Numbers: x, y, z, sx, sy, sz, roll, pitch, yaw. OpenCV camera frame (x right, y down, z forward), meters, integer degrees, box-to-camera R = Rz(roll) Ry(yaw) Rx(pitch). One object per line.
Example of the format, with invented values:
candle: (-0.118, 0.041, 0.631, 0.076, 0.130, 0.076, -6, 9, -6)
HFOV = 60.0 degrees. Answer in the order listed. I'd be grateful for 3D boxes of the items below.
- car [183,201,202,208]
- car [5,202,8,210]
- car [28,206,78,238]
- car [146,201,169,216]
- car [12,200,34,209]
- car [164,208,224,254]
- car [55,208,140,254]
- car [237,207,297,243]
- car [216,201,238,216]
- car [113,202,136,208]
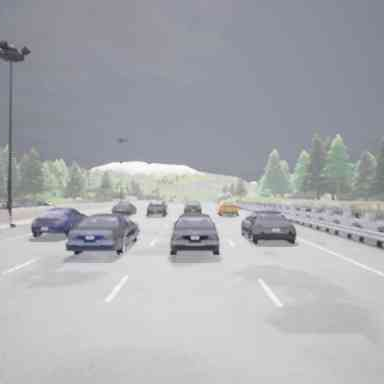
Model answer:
car: (0.085, 1.663, 34.503, 1.812, 1.442, 4.674, 0, -1, 0)
car: (-21.083, 1.558, 40.177, 2.097, 1.767, 4.553, 0, -1, 0)
car: (-6.916, 1.569, 17.903, 1.812, 1.442, 4.674, 0, 0, 0)
car: (-3.401, 1.618, 33.368, 2.128, 1.511, 4.902, 0, -1, 0)
car: (-17.592, 1.657, 36.820, 2.128, 1.511, 4.902, 0, -1, 0)
car: (0.100, 1.580, 13.560, 2.033, 1.411, 5.357, 0, 0, 0)
car: (-3.399, 1.580, 13.584, 2.033, 1.411, 5.357, 0, 0, 0)
car: (3.600, 1.603, 16.229, 1.994, 1.385, 4.181, 0, 0, 0)
car: (3.599, 1.614, 34.338, 1.882, 1.535, 5.008, 0, -1, 0)
car: (-6.900, 1.698, 34.158, 1.994, 1.385, 4.181, 0, -1, 0)
